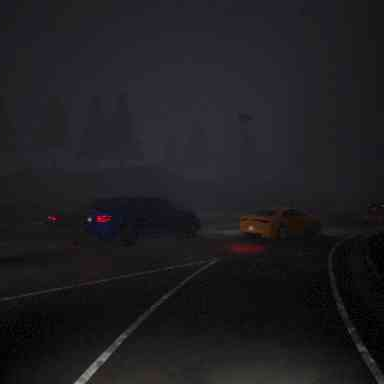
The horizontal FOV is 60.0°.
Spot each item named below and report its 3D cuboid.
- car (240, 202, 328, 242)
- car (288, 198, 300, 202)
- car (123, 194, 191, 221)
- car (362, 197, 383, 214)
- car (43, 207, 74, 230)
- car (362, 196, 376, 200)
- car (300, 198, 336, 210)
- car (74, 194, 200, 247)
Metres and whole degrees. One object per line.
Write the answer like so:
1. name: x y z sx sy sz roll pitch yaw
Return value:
1. car: 4.498 1.469 16.474 5.008 1.535 1.882 0 0 -41
2. car: 14.234 1.502 43.507 4.674 1.442 1.812 0 0 -41
3. car: -2.928 1.207 28.571 5.566 2.045 2.150 0 0 -41
4. car: 19.758 1.507 34.394 4.674 1.442 1.812 0 0 -41
5. car: -6.386 1.537 20.920 5.357 1.411 2.033 0 0 -41
6. car: 31.836 1.459 58.827 4.902 1.511 2.128 0 0 -41
7. car: 15.456 1.456 39.931 5.008 1.535 1.882 0 0 -41
8. car: -2.158 1.214 15.319 5.566 2.045 2.150 0 0 -41
